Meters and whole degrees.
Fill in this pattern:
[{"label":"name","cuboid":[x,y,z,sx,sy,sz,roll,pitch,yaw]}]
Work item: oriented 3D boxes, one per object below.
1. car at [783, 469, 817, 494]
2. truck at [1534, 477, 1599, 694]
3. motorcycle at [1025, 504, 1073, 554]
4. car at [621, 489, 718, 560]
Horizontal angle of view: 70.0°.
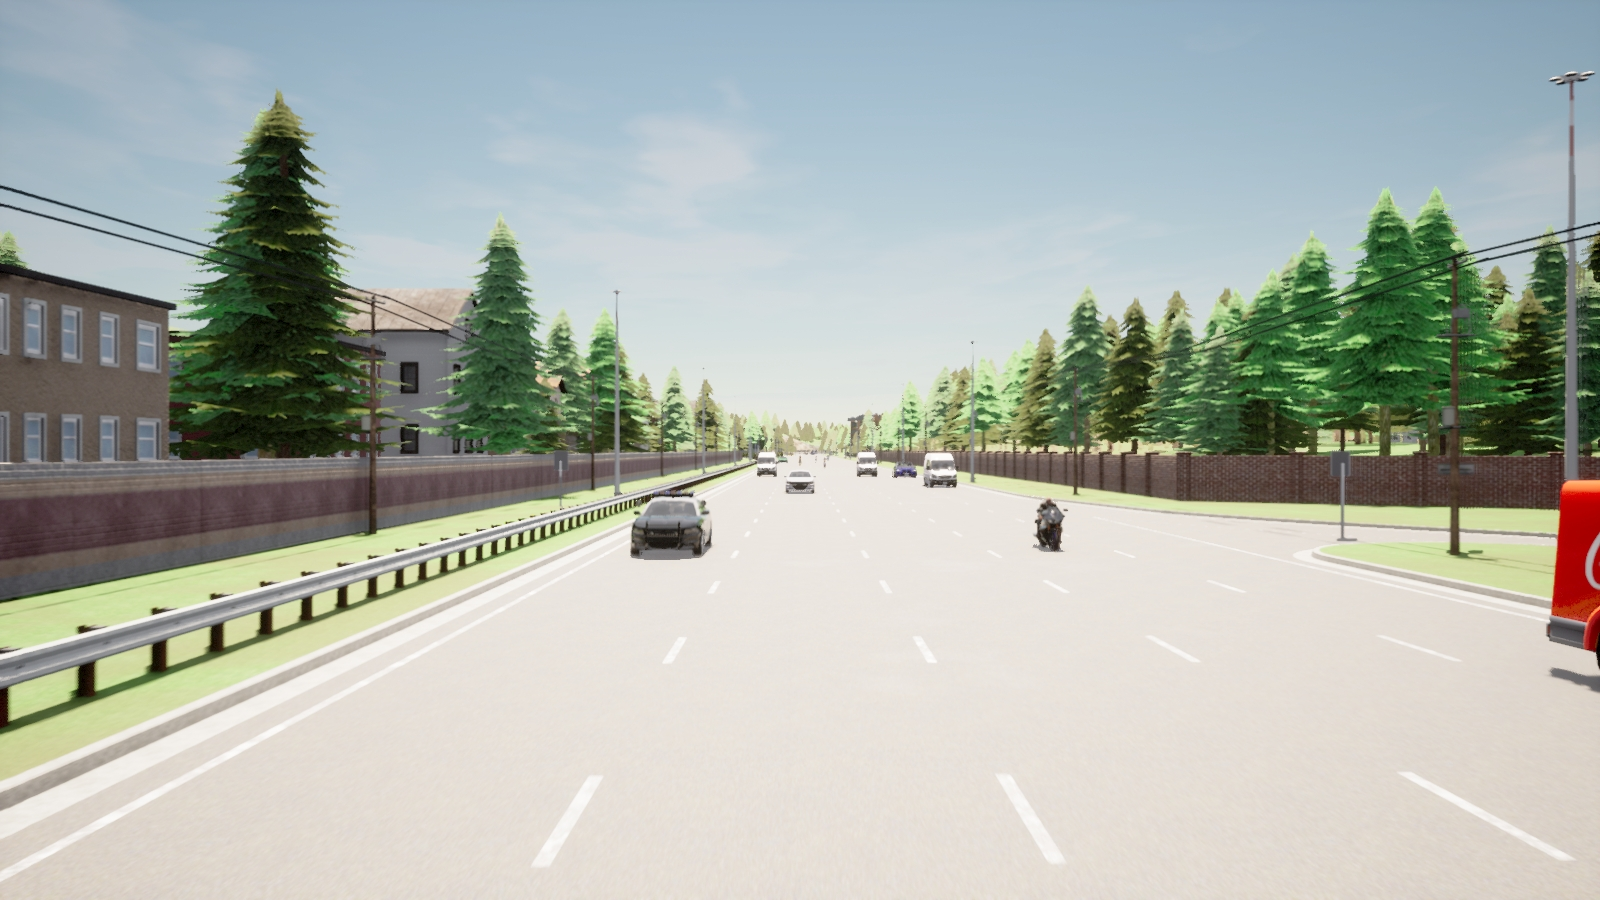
[{"label":"car","cuboid":[0.003,2.034,74.794,2.097,1.535,5.006,0,0,0]},{"label":"truck","cuboid":[10.500,1.568,11.690,2.627,2.467,5.204,0,0,0]},{"label":"motorcycle","cuboid":[7.002,2.205,32.207,0.867,1.251,2.209,0,0,0]},{"label":"car","cuboid":[-3.500,1.982,31.621,2.097,1.638,5.238,0,0,0]}]
